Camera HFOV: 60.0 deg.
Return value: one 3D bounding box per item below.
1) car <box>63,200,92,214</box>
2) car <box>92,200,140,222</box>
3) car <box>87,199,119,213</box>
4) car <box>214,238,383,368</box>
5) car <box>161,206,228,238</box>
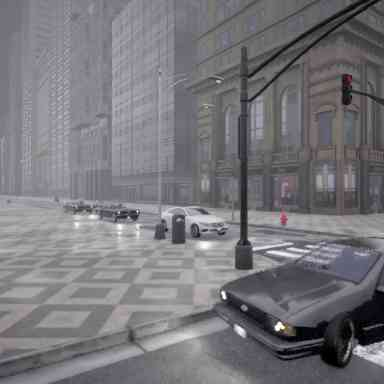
[{"bbox_3d":[-11.735,1.498,34.128,1.895,1.301,4.718,0,0,-35],"label":"car"},{"bbox_3d":[-5.849,1.523,25.840,1.895,1.301,4.718,0,0,-35],"label":"car"},{"bbox_3d":[-10.035,1.499,37.246,1.895,1.301,4.718,0,0,-35],"label":"car"},{"bbox_3d":[3.102,1.547,5.716,5.357,1.411,2.033,0,0,-24],"label":"car"},{"bbox_3d":[-0.091,1.475,17.723,1.812,1.442,4.674,0,0,-37],"label":"car"}]
